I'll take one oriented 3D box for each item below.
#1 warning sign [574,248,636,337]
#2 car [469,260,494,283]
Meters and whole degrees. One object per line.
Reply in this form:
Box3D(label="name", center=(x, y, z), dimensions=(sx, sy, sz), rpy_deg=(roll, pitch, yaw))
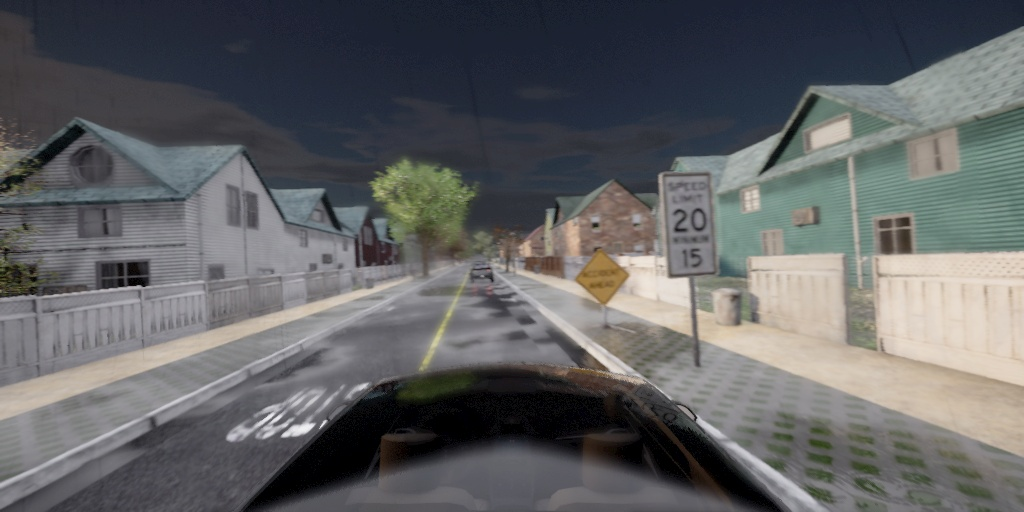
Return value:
Box3D(label="warning sign", center=(2.119, 0.752, 8.052), dimensions=(1.300, 1.860, 1.060), rpy_deg=(0, 0, -6))
Box3D(label="car", center=(-2.564, 1.382, 30.366), dimensions=(2.128, 1.511, 4.902), rpy_deg=(-3, 0, -6))
